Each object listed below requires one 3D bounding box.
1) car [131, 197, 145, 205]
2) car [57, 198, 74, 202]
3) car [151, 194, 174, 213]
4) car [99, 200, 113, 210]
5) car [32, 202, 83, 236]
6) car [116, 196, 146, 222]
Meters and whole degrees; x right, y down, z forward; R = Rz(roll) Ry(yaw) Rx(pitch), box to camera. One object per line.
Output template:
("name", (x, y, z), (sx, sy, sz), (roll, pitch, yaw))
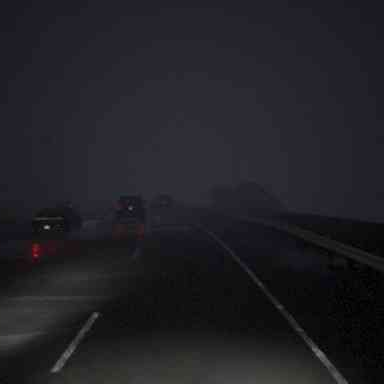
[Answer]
("car", (-10.420, 1.679, 64.065), (1.837, 1.490, 4.892), (0, 0, -19))
("car", (-13.841, 1.551, 36.765), (2.097, 1.767, 4.553), (-1, 0, -12))
("car", (-3.535, 1.292, 38.970), (2.150, 2.045, 5.566), (0, 0, -12))
("car", (-11.659, 1.778, 45.073), (1.895, 1.301, 4.718), (-1, 0, -15))
("car", (-7.731, 1.602, 19.503), (2.128, 1.511, 4.902), (0, 0, -6))
("car", (-4.997, 1.303, 27.353), (2.150, 2.045, 5.566), (0, 0, -9))
